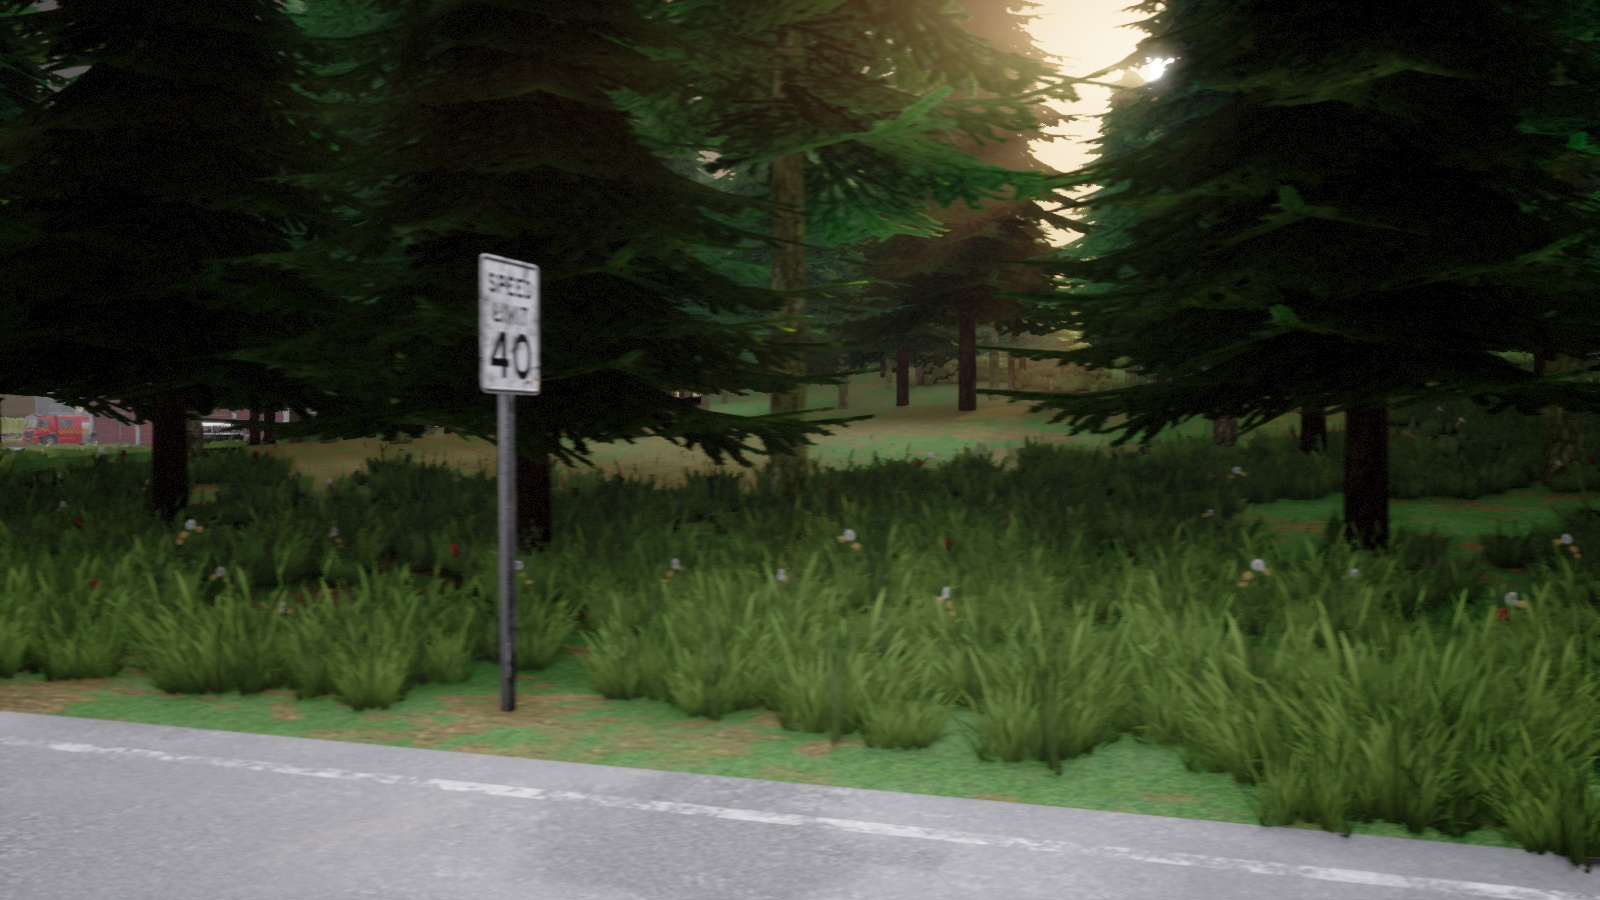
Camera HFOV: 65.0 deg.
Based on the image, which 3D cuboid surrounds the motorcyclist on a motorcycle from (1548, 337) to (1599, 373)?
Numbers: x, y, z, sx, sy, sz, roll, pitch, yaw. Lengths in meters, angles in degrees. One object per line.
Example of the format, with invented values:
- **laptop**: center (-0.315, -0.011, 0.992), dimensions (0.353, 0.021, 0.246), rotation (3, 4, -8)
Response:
- **motorcyclist on a motorcycle**: center (34.647, -4.222, 55.893), dimensions (0.797, 1.523, 2.044), rotation (-1, 6, -33)

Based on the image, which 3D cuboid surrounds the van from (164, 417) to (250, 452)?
- **van**: center (-35.244, -0.920, 74.727), dimensions (2.069, 2.038, 4.480), rotation (1, 1, 19)
